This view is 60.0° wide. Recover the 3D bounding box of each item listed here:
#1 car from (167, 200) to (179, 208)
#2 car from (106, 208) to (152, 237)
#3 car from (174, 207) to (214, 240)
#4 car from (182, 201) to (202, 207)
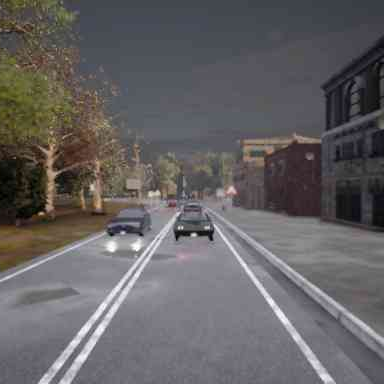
[{"bbox_3d":[-3.465,2.187,60.824,1.895,1.301,4.718,0,-1,0],"label":"car"},{"bbox_3d":[-3.368,1.632,18.892,2.033,1.411,5.357,0,0,0],"label":"car"},{"bbox_3d":[0.085,1.672,17.325,1.895,1.301,4.718,0,0,0],"label":"car"},{"bbox_3d":[0.036,1.772,35.111,1.837,1.490,4.892,0,-1,0],"label":"car"}]
